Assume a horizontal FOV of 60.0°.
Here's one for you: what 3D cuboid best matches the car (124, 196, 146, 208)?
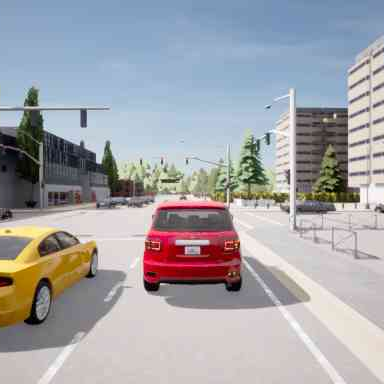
[{"bbox_3d":[-8.390,1.505,49.279,1.837,1.490,4.892,0,0,-2],"label":"car"}]

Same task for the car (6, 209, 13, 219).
[{"bbox_3d":[-16.269,1.564,25.840,4.181,1.385,1.994,0,0,-2],"label":"car"}]

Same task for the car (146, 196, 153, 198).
[{"bbox_3d":[-8.648,1.491,59.490,2.128,1.511,4.902,0,0,-1],"label":"car"}]

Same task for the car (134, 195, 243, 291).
[{"bbox_3d":[0.016,1.221,9.112,2.150,2.045,5.566,0,0,0],"label":"car"}]

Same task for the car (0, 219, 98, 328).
[{"bbox_3d":[-3.478,1.478,7.125,1.882,1.535,5.008,0,0,0],"label":"car"}]

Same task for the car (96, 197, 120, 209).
[{"bbox_3d":[-11.793,1.491,45.859,2.128,1.511,4.902,0,0,-2],"label":"car"}]

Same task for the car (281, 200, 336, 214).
[{"bbox_3d":[12.084,1.547,34.580,5.357,1.411,2.033,0,0,-2],"label":"car"}]

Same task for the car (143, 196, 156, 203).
[{"bbox_3d":[-8.862,1.539,69.854,2.033,1.411,5.357,0,0,-2],"label":"car"}]

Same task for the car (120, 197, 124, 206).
[{"bbox_3d":[-12.063,1.547,56.111,2.033,1.411,5.357,0,0,-1],"label":"car"}]

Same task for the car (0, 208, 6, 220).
[{"bbox_3d":[-15.363,1.547,21.722,5.357,1.411,2.033,0,0,12],"label":"car"}]

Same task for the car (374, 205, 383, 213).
[{"bbox_3d":[22.167,1.547,34.885,5.357,1.411,2.033,0,0,-2],"label":"car"}]

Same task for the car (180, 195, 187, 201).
[{"bbox_3d":[-2.336,1.524,87.193,1.812,1.442,4.674,0,0,-2],"label":"car"}]
